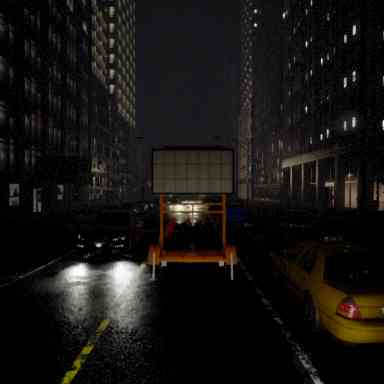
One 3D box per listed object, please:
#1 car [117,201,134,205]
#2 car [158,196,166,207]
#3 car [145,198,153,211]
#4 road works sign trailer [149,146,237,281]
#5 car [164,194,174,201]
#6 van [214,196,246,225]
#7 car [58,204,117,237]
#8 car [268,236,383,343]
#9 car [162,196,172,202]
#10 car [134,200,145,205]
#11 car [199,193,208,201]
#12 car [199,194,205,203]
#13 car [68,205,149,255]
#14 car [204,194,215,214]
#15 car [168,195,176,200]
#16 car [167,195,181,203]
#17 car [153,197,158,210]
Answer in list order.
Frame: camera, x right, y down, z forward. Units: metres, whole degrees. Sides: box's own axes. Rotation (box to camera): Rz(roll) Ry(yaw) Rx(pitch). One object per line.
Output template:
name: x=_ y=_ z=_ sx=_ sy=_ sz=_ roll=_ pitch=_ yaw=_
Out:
car: x=-5.649 y=1.560 z=23.499 sx=1.947 sy=1.339 sz=4.313 roll=-1 pitch=0 yaw=0
car: x=-5.591 y=1.539 z=51.917 sx=2.008 sy=1.369 sz=4.403 roll=-1 pitch=0 yaw=0
car: x=-5.626 y=1.543 z=34.866 sx=2.008 sy=1.369 sz=4.403 roll=-1 pitch=0 yaw=0
road works sign trailer: x=0.025 y=0.462 z=9.840 sx=2.380 sy=3.560 sz=2.880 roll=0 pitch=0 yaw=0
car: x=-5.532 y=1.420 z=80.335 sx=1.967 sy=1.590 sz=4.097 roll=-1 pitch=0 yaw=0
van: x=2.729 y=1.336 z=23.481 sx=1.690 sy=1.788 sz=3.998 roll=-1 pitch=0 yaw=0
car: x=-5.661 y=1.547 z=17.815 sx=2.008 sy=1.369 sz=4.403 roll=-1 pitch=0 yaw=0
car: x=2.696 y=1.524 z=6.600 sx=1.752 sy=1.417 sz=4.829 roll=-1 pitch=0 yaw=0
car: x=-5.543 y=1.564 z=74.651 sx=1.802 sy=1.307 sz=4.206 roll=-1 pitch=0 yaw=0
car: x=-5.637 y=1.538 z=29.183 sx=1.887 sy=1.381 sz=4.507 roll=-1 pitch=0 yaw=0
car: x=2.858 y=1.293 z=86.002 sx=2.192 sy=1.841 sz=5.009 roll=-1 pitch=0 yaw=0
car: x=2.814 y=1.536 z=63.267 sx=2.008 sy=1.369 sz=4.403 roll=-1 pitch=0 yaw=0
car: x=-3.076 y=1.502 z=13.396 sx=1.837 sy=1.490 sz=4.892 roll=0 pitch=0 yaw=0
car: x=2.752 y=1.307 z=34.849 sx=2.192 sy=1.841 sz=5.009 roll=-1 pitch=0 yaw=0
car: x=-5.508 y=1.502 z=91.533 sx=1.752 sy=1.417 sz=4.829 roll=-1 pitch=0 yaw=0
car: x=-2.879 y=1.491 z=57.999 sx=1.837 sy=1.490 sz=4.892 roll=0 pitch=0 yaw=0
car: x=-5.614 y=1.573 z=40.550 sx=1.802 sy=1.307 sz=4.206 roll=-1 pitch=0 yaw=0
